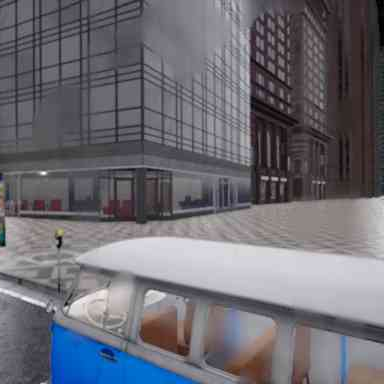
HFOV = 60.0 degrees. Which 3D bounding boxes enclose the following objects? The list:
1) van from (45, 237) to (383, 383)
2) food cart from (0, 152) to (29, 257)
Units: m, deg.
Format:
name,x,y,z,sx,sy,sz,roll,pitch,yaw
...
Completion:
name,x,y,z,sx,sy,sz,roll,pitch,yaw
van,0.586,1.339,2.437,3.998,1.788,1.690,0,-1,36
food cart,-8.525,0.438,12.550,4.660,3.560,2.280,-1,0,36
